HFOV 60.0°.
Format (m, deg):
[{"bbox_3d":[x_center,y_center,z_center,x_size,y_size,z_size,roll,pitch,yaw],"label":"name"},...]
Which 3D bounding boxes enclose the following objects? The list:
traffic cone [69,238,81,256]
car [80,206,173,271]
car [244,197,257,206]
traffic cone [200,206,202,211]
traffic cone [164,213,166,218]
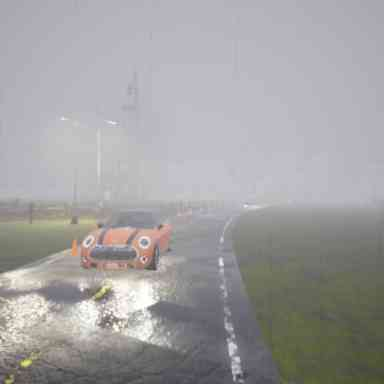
[{"bbox_3d":[-4.210,1.962,11.952,0.340,0.580,0.340,0,0,5],"label":"traffic cone"},{"bbox_3d":[-1.926,1.364,11.019,2.097,1.767,4.553,0,0,5],"label":"car"},{"bbox_3d":[11.300,1.822,63.712,1.837,1.490,4.892,0,-1,20],"label":"car"},{"bbox_3d":[1.173,2.088,41.902,0.340,0.580,0.340,0,0,16],"label":"traffic cone"},{"bbox_3d":[-2.237,2.006,27.056,0.340,0.580,0.340,0,0,10],"label":"traffic cone"}]
